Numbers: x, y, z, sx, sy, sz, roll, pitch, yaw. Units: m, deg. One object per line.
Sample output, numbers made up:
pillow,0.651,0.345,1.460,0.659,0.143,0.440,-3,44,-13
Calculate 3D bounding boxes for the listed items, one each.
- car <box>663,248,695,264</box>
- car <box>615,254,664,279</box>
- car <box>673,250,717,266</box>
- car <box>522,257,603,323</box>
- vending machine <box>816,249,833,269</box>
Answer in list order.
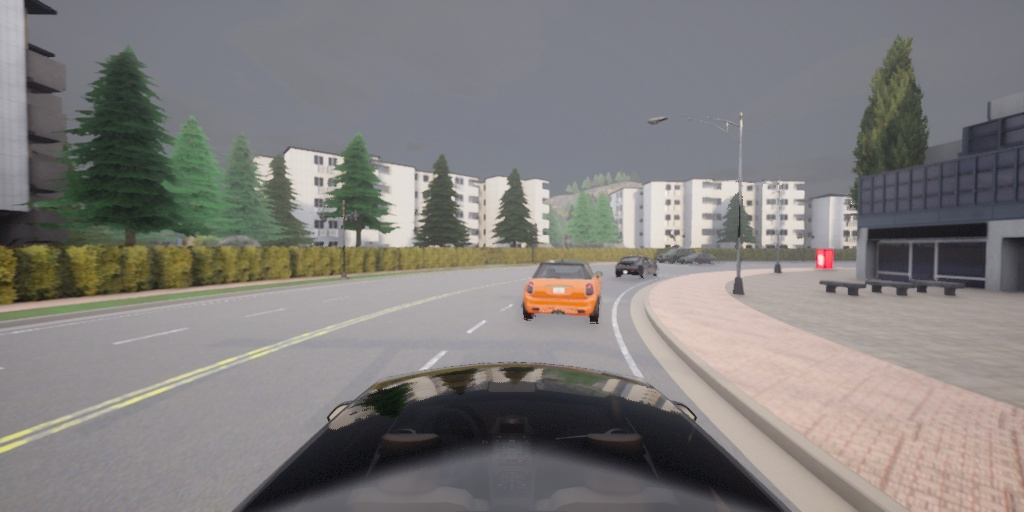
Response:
car,21.682,0.008,47.119,5.566,2.045,2.150,-1,1,-20
car,8.829,0.752,25.130,1.837,1.490,4.892,0,1,38
car,22.567,0.378,43.638,4.892,1.490,1.837,0,1,-20
car,1.776,0.885,11.484,2.097,1.767,4.553,1,1,15
vending machine,29.832,0.303,34.251,0.880,2.100,1.100,0,0,-15
